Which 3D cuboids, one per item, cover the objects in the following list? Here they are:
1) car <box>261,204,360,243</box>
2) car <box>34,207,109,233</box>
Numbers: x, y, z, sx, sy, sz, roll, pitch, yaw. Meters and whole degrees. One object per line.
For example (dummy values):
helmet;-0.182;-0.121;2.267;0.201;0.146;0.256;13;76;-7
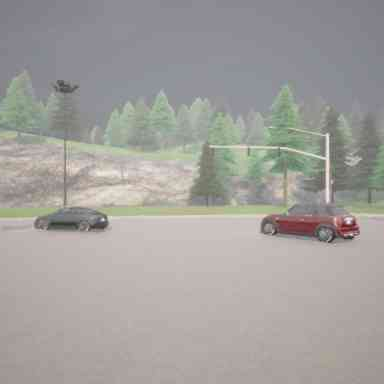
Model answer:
car;5.572;1.344;16.305;2.097;1.767;4.553;0;0;-38
car;-7.039;1.555;19.492;4.181;1.385;1.994;0;0;14
